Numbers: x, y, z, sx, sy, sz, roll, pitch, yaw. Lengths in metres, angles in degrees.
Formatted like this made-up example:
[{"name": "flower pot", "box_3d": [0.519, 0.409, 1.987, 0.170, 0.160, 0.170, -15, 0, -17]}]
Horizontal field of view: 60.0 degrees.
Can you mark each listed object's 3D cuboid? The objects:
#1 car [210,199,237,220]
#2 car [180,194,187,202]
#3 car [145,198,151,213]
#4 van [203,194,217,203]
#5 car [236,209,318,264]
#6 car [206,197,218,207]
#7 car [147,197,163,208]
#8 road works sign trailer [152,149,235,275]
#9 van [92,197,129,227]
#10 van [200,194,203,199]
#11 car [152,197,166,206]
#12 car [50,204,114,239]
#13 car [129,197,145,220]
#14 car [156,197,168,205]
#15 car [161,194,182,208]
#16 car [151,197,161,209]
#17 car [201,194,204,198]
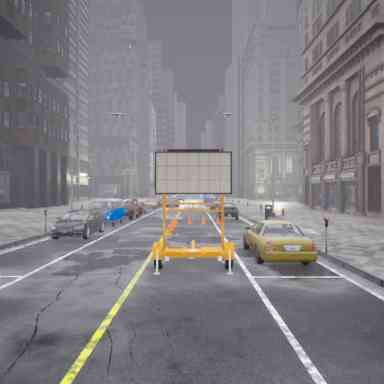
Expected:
[{"name": "car", "box_3d": [2.900, 1.555, 27.999, 2.008, 1.369, 4.403, 0, 0, 0]}, {"name": "car", "box_3d": [-2.649, 1.527, 77.050, 1.837, 1.490, 4.892, 0, 0, 0]}, {"name": "car", "box_3d": [-5.618, 1.550, 33.578, 1.887, 1.381, 4.507, 0, 0, 0]}, {"name": "van", "box_3d": [3.006, 1.350, 50.099, 1.690, 1.788, 3.998, 0, 0, 0]}, {"name": "car", "box_3d": [2.823, 1.527, 11.594, 1.752, 1.417, 4.829, 0, 0, 0]}, {"name": "car", "box_3d": [2.952, 1.588, 39.048, 1.802, 1.307, 4.206, 0, 0, 0]}, {"name": "car", "box_3d": [-5.546, 1.553, 50.155, 1.887, 1.381, 4.507, 0, 0, 0]}, {"name": "road works sign trailer", "box_3d": [0.047, 0.466, 10.474, 2.380, 3.560, 2.880, 0, 0, 0]}, {"name": "van", "box_3d": [-5.665, 1.344, 22.528, 1.690, 1.788, 3.998, 0, 0, 0]}, {"name": "van", "box_3d": [3.084, 1.355, 66.673, 1.690, 1.788, 3.998, 0, 0, 0]}, {"name": "car", "box_3d": [-5.522, 1.555, 55.680, 1.887, 1.381, 4.507, 0, 0, 0]}, {"name": "car", "box_3d": [-5.690, 1.553, 17.002, 2.008, 1.369, 4.403, 0, 0, 0]}, {"name": "car", "box_3d": [-5.641, 1.319, 28.053, 2.192, 1.841, 5.009, 0, 0, 0]}, {"name": "car", "box_3d": [-5.498, 1.556, 61.205, 1.887, 1.381, 4.507, 0, 0, 0]}, {"name": "car", "box_3d": [-2.877, 1.486, 47.922, 1.882, 1.535, 5.008, 0, 0, 0]}, {"name": "car", "box_3d": [-5.571, 1.533, 44.459, 1.752, 1.417, 4.829, 0, 0, 0]}, {"name": "car", "box_3d": [3.057, 1.556, 61.148, 1.887, 1.381, 4.507, 0, 0, 0]}]
